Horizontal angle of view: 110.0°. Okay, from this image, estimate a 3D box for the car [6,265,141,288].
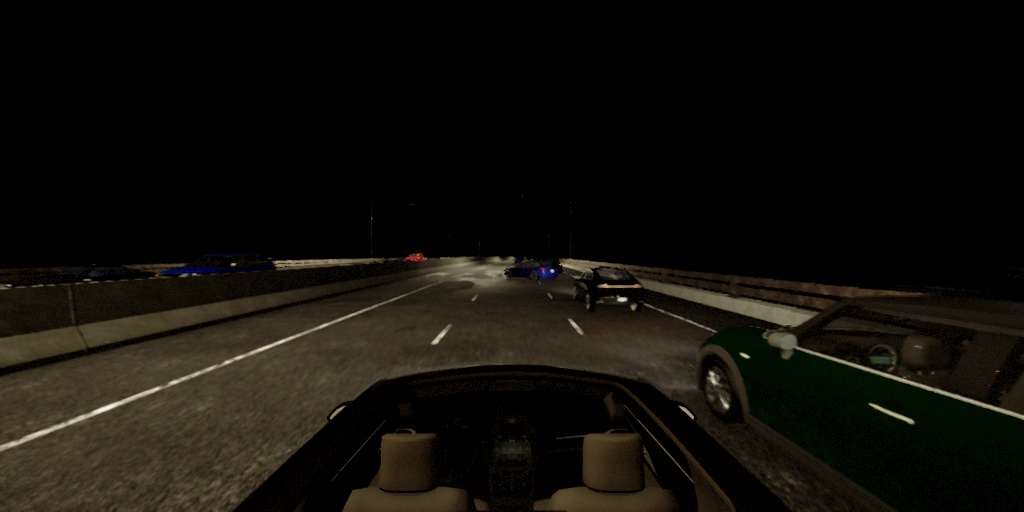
[{"bbox_3d":[-21.022,1.174,18.020,2.033,1.411,5.357,0,0,1],"label":"car"}]

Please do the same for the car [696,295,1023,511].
[{"bbox_3d":[3.497,1.099,2.918,2.097,1.767,4.553,0,0,0],"label":"car"}]

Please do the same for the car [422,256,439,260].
[{"bbox_3d":[-13.059,0.924,60.281,1.882,1.535,5.008,0,0,2],"label":"car"}]

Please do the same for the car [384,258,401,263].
[{"bbox_3d":[-20.048,1.002,60.428,1.994,1.385,4.181,0,0,2],"label":"car"}]

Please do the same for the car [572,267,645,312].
[{"bbox_3d":[3.535,1.171,13.872,2.128,1.511,4.902,0,0,0],"label":"car"}]

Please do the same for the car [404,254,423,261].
[{"bbox_3d":[-16.529,0.673,61.024,2.150,2.045,5.566,0,0,2],"label":"car"}]

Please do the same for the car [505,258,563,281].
[{"bbox_3d":[1.438,1.100,27.626,2.163,1.488,4.792,0,0,-39],"label":"car"}]

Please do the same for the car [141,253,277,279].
[{"bbox_3d":[-14.024,0.859,17.513,2.150,2.045,5.566,0,0,1],"label":"car"}]
